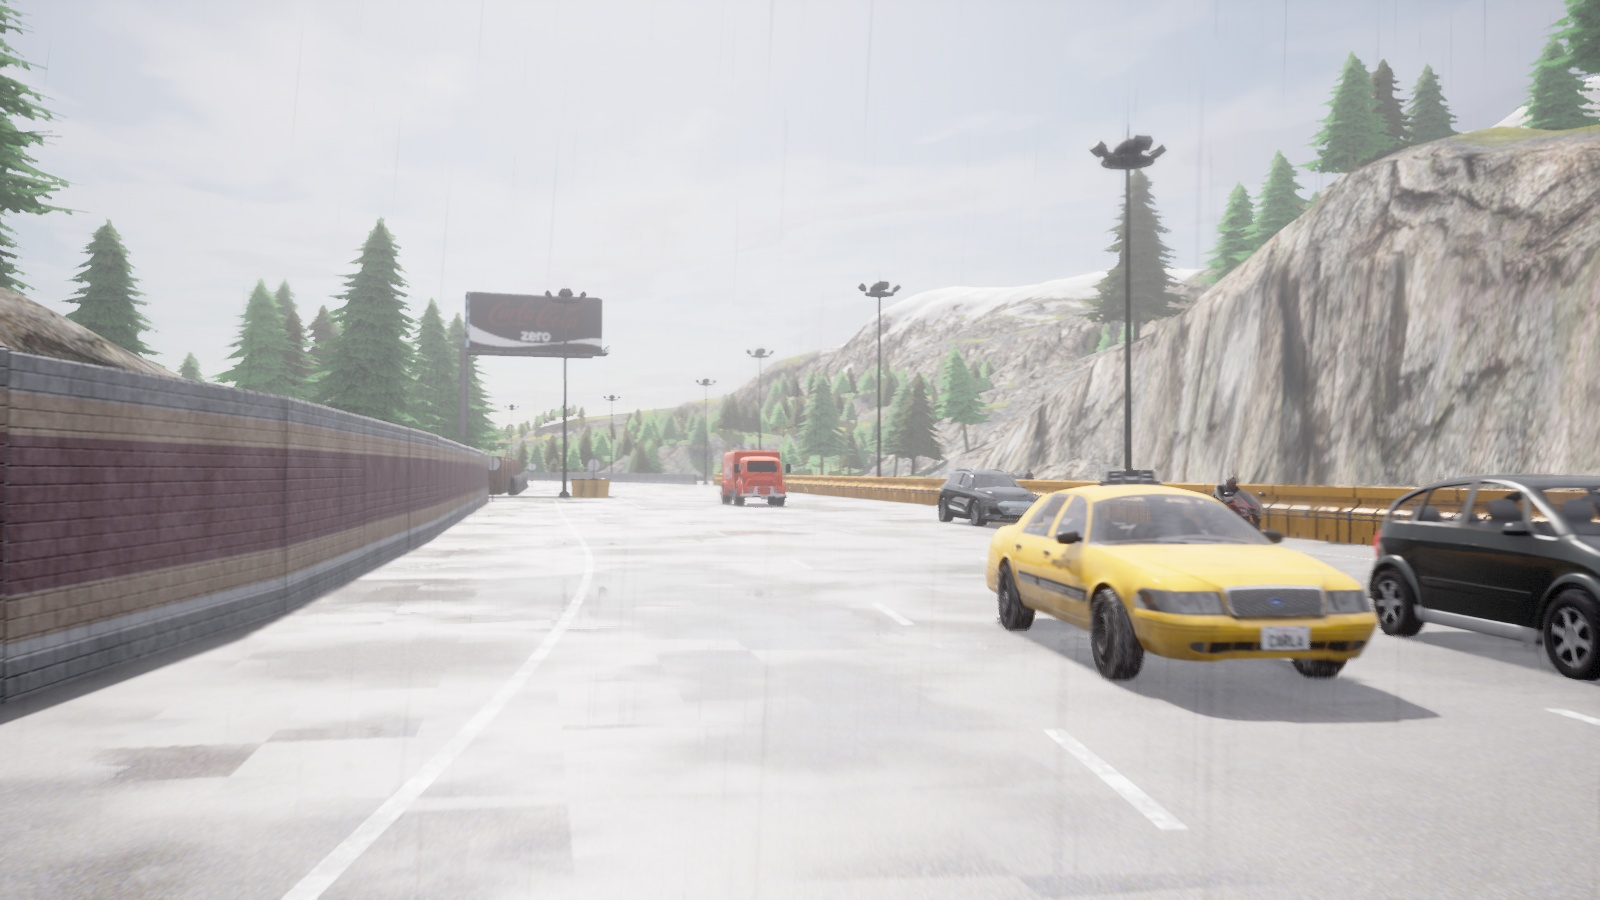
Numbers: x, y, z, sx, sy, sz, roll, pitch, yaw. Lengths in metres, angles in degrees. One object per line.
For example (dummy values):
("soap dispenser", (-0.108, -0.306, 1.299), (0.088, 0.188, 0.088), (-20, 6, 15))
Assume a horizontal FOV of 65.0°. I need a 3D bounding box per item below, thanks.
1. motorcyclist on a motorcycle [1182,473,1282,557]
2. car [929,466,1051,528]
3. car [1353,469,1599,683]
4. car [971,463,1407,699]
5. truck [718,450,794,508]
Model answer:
("motorcyclist on a motorcycle", (8.325, 1.220, 24.326), (0.866, 1.530, 2.191), (0, -1, -10))
("car", (5.589, 1.344, 37.604), (2.033, 1.649, 4.856), (0, 0, -12))
("car", (6.569, 0.944, 10.764), (1.789, 1.549, 3.705), (0, -1, -5))
("car", (3.023, 0.927, 11.206), (1.801, 1.575, 5.366), (0, -1, -5))
("truck", (-2.052, 1.290, 56.770), (2.627, 2.467, 5.204), (0, -1, -11))
